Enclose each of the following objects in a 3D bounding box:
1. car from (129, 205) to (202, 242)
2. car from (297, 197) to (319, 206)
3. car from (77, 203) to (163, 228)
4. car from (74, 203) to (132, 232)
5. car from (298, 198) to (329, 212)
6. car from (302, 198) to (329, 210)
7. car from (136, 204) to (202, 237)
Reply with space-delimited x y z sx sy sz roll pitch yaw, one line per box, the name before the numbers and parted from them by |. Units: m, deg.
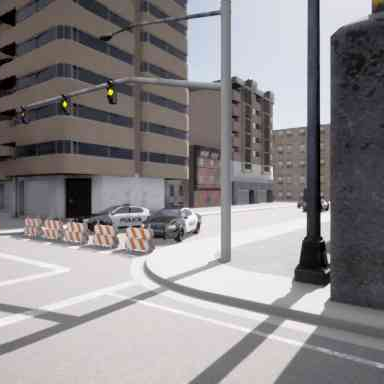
car | -0.974 1.453 16.566 2.038 1.542 4.974 0 0 16
car | 16.529 1.295 47.308 1.853 1.218 4.536 0 0 36
car | -4.122 1.295 19.276 4.536 1.218 1.853 0 0 -29
car | -4.167 1.453 19.250 4.974 1.542 2.038 0 0 -29
car | 14.294 1.453 38.347 2.038 1.542 4.974 0 0 36
car | 14.324 1.295 38.389 1.853 1.218 4.536 0 0 36
car | -0.960 1.295 16.616 1.853 1.218 4.536 0 0 16
